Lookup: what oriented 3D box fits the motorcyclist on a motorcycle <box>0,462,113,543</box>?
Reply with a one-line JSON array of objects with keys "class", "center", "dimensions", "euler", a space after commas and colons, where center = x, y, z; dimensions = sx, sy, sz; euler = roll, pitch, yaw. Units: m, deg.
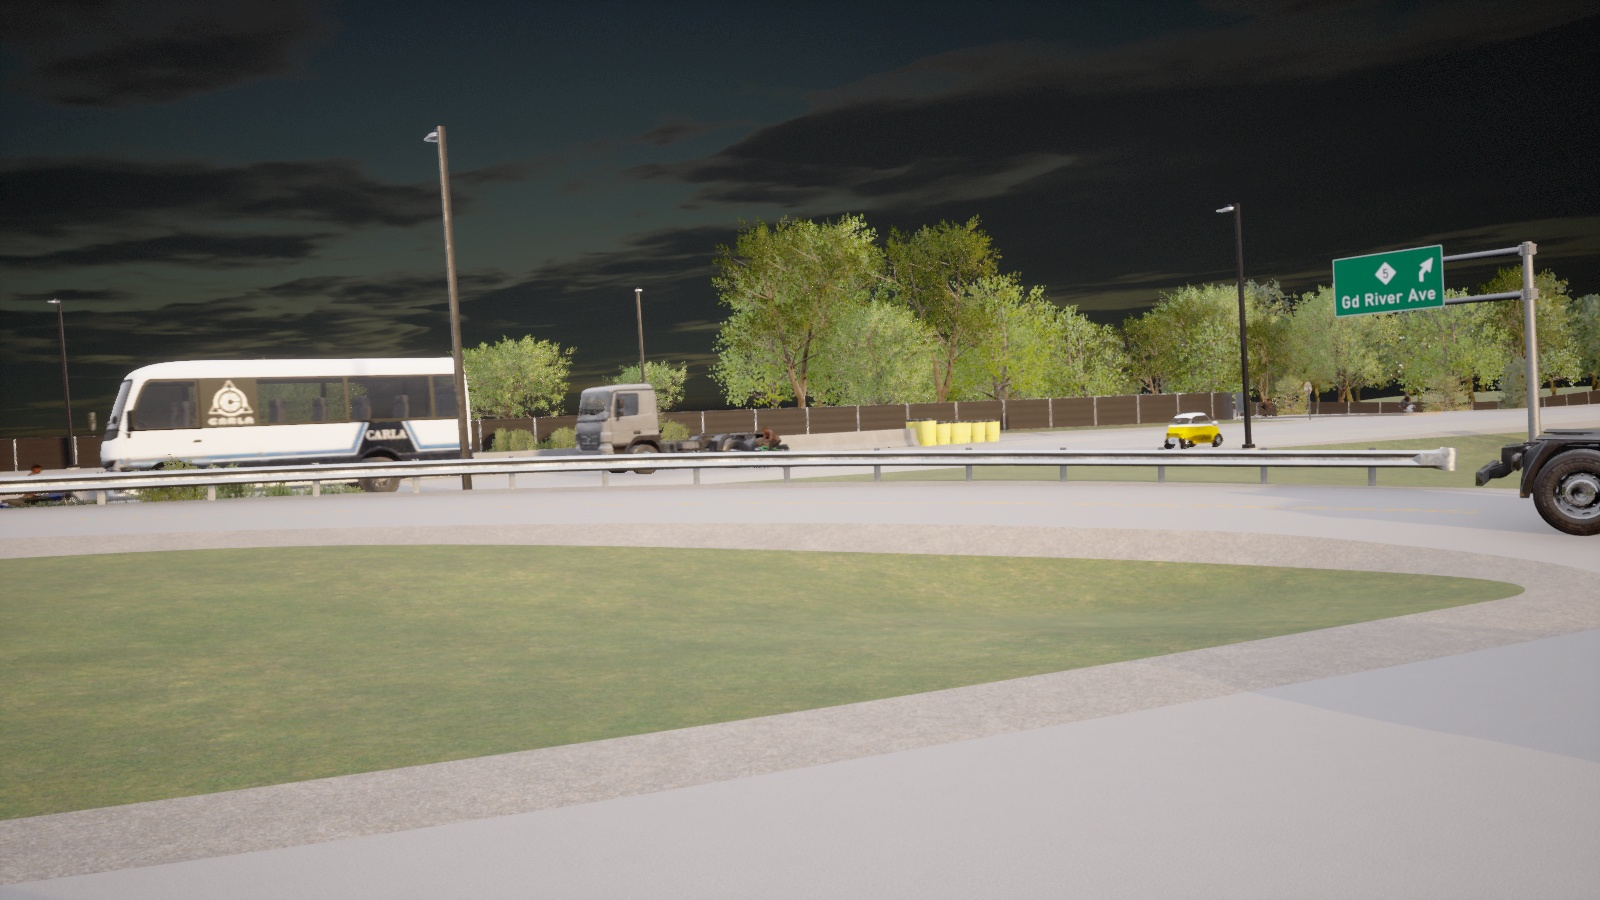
[{"class": "motorcyclist on a motorcycle", "center": [-16.765, 1.153, 28.079], "dimensions": [2.350, 1.649, 0.766], "euler": [-3, 2, -33]}]

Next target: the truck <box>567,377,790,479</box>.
[{"class": "truck", "center": [-4.586, -0.903, 48.382], "dimensions": [7.936, 3.462, 2.891], "euler": [-4, 2, -33]}]

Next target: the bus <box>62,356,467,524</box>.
[{"class": "bus", "center": [-15.640, -0.465, 37.126], "dimensions": [10.273, 4.253, 3.944], "euler": [-4, 2, -33]}]

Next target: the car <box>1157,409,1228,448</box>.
[{"class": "car", "center": [15.178, -0.821, 48.592], "dimensions": [2.207, 1.376, 1.481], "euler": [-4, 2, -33]}]

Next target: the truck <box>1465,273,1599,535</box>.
[{"class": "truck", "center": [13.357, -0.646, 16.453], "dimensions": [7.936, 3.462, 2.891], "euler": [1, 4, 33]}]
